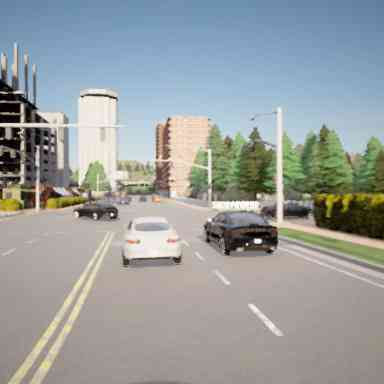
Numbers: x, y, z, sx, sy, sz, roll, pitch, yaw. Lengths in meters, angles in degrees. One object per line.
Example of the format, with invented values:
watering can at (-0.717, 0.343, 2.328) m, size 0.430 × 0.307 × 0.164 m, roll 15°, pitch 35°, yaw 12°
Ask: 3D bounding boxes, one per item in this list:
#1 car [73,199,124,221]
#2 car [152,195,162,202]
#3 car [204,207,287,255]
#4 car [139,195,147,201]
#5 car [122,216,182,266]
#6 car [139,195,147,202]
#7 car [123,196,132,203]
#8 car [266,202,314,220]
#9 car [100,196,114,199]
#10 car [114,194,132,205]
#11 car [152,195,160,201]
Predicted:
car at (-8.288, 1.595, 28.390) m, size 4.892 × 1.490 × 1.837 m, roll 0°, pitch -2°, yaw 41°
car at (-8.230, 1.635, 80.164) m, size 1.882 × 1.535 × 5.008 m, roll 0°, pitch 0°, yaw -9°
car at (1.782, 1.487, 13.514) m, size 1.882 × 1.535 × 5.008 m, roll 0°, pitch 0°, yaw -9°
car at (-13.113, 1.585, 89.111) m, size 1.994 × 1.385 × 4.181 m, roll 0°, pitch 0°, yaw -9°
car at (-1.454, 1.552, 11.664) m, size 1.812 × 1.442 × 4.674 m, roll 0°, pitch 0°, yaw -9°
car at (-11.836, 1.704, 80.613) m, size 2.128 × 1.511 × 4.902 m, roll 0°, pitch 0°, yaw -9°
car at (-14.730, 1.697, 76.314) m, size 1.837 × 1.490 × 4.892 m, roll 0°, pitch 0°, yaw -9°
car at (8.002, 1.519, 27.402) m, size 4.674 × 1.442 × 1.812 m, roll 0°, pitch -1°, yaw -11°
car at (-15.898, 1.728, 60.376) m, size 2.033 × 1.411 × 5.357 m, roll 0°, pitch 0°, yaw -8°
car at (-12.457, 1.654, 60.977) m, size 2.128 × 1.511 × 4.902 m, roll 0°, pitch 0°, yaw -8°
car at (-9.653, 1.491, 89.631) m, size 1.882 × 1.535 × 5.008 m, roll 0°, pitch 0°, yaw -9°
